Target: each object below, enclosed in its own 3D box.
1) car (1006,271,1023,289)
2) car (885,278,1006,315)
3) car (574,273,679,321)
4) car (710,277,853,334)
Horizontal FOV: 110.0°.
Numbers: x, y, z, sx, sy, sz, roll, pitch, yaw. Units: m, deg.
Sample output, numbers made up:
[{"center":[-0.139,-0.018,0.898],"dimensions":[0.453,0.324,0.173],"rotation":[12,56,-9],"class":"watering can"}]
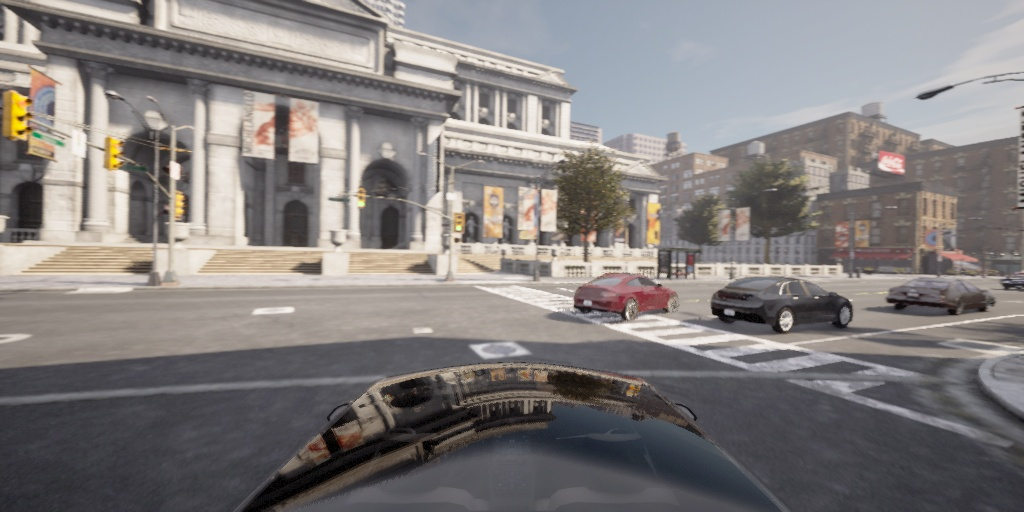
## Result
[{"center":[42.619,2.181,29.552],"dimensions":[4.718,1.301,1.895],"rotation":[1,0,-23],"class":"car"},{"center":[18.441,1.650,15.425],"dimensions":[5.357,1.411,2.033],"rotation":[1,0,-23],"class":"car"},{"center":[4.096,1.323,12.649],"dimensions":[4.674,1.442,1.812],"rotation":[1,0,-41],"class":"car"},{"center":[8.406,1.403,11.143],"dimensions":[4.892,1.490,1.837],"rotation":[1,0,-23],"class":"car"}]
